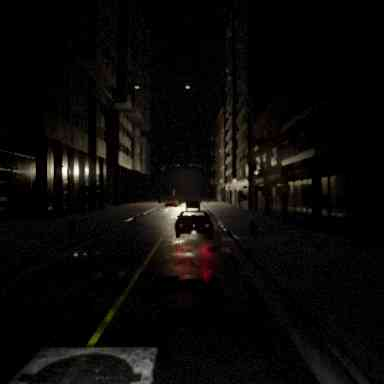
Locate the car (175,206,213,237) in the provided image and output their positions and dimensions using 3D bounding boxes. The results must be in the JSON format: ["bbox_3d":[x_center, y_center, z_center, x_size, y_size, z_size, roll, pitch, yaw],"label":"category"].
[{"bbox_3d":[0.100,1.652,18.221,1.895,1.301,4.718,0,0,0],"label":"car"}]

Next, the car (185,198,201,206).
[{"bbox_3d":[0.111,1.591,44.666,1.882,1.535,5.008,0,0,0],"label":"car"}]

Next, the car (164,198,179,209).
[{"bbox_3d":[-2.989,1.602,49.161,1.882,1.535,5.008,0,0,0],"label":"car"}]
